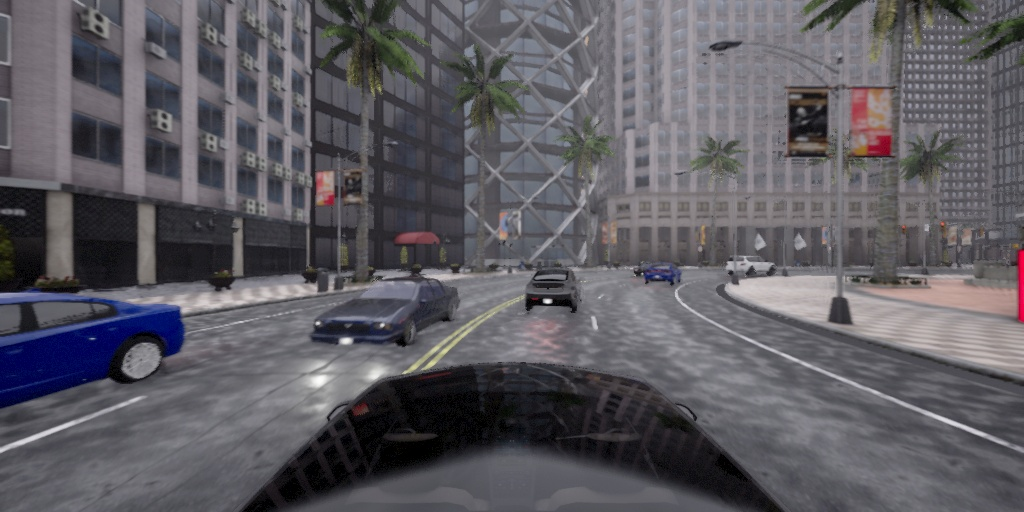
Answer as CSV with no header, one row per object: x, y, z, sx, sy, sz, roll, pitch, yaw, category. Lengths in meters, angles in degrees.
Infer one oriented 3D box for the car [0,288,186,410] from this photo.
-6.849,1.224,4.279,1.882,1.535,5.008,0,0,3,car

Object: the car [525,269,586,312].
1.775,1.256,14.295,1.837,1.490,4.892,-1,0,14,car

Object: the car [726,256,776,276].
24.860,0.987,37.323,5.566,2.045,2.150,0,0,-24,car

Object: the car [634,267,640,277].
13.691,1.359,34.538,4.718,1.301,1.895,0,0,-43,car

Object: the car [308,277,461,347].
-2.894,1.297,9.701,2.033,1.411,5.357,0,0,8,car

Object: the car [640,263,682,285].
11.085,1.234,26.120,1.882,1.535,5.008,0,0,33,car
